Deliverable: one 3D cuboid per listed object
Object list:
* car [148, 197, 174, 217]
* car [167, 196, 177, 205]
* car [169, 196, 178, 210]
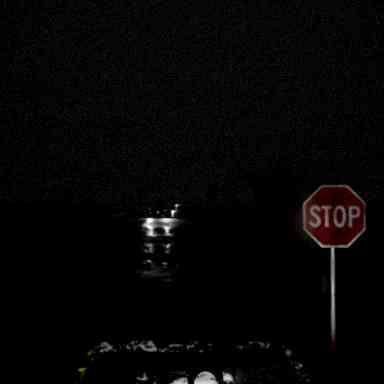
[{"bbox_3d":[-2.951,1.525,31.156,1.837,1.490,4.892,0,0,0],"label":"car"},{"bbox_3d":[-3.767,1.572,62.802,1.837,1.490,4.892,0,-1,-3],"label":"car"},{"bbox_3d":[-3.072,1.580,43.178,2.033,1.411,5.357,0,0,-1],"label":"car"}]
